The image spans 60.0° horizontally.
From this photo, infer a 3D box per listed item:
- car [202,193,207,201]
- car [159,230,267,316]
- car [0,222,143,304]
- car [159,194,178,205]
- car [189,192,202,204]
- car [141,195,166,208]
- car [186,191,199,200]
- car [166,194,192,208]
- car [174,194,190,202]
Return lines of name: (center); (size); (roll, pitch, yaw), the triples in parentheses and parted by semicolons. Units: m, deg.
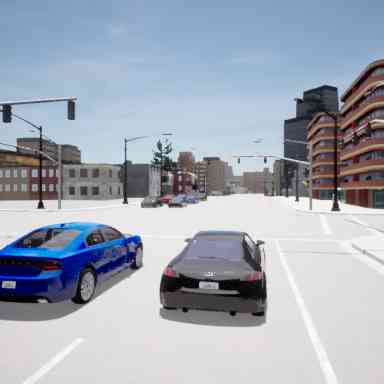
car: (1.867, 1.052, 66.114); (1.837, 1.490, 4.892); (0, 1, 12)
car: (0.689, 1.564, 7.637); (1.994, 1.385, 4.181); (0, 0, 12)
car: (-2.748, 1.478, 8.283); (1.882, 1.535, 5.008); (0, 0, 11)
car: (-3.800, 1.226, 55.474); (1.882, 1.535, 5.008); (0, 1, 11)
car: (-0.091, 1.249, 56.291); (1.812, 1.442, 4.674); (0, 1, 11)
car: (-5.561, 1.230, 46.508); (2.097, 1.767, 4.553); (0, 1, 11)
car: (0.048, 0.752, 74.930); (2.097, 1.767, 4.553); (0, 1, 11)
car: (-1.925, 1.409, 46.886); (2.033, 1.411, 5.357); (0, 1, 11)
car: (-1.895, 1.125, 65.126); (2.033, 1.411, 5.357); (0, 1, 11)
